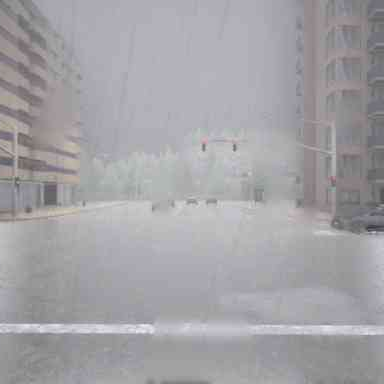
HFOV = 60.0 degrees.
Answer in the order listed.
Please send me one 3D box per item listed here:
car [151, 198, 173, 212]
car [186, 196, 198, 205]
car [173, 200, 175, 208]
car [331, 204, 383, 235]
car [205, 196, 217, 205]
[{"bbox_3d":[-3.576,1.526,38.866,1.812,1.442,4.674,0,0,0],"label":"car"},{"bbox_3d":[-0.012,1.526,60.173,1.812,1.442,4.674,0,0,0],"label":"car"},{"bbox_3d":[-3.574,1.564,48.948,1.994,1.385,4.181,0,0,0],"label":"car"},{"bbox_3d":[9.984,1.564,18.395,4.181,1.385,1.994,0,0,1],"label":"car"},{"bbox_3d":[3.488,1.505,60.174,1.837,1.490,4.892,0,0,0],"label":"car"}]
